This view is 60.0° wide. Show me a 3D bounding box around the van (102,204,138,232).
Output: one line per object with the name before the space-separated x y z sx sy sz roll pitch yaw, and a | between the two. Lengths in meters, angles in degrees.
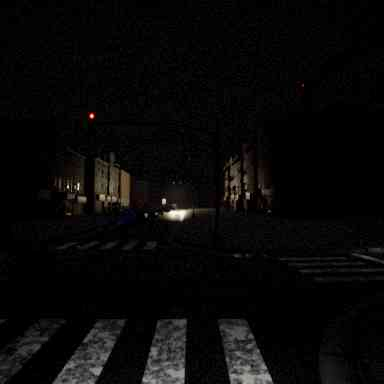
van | -5.396 1.902 24.447 1.690 1.788 3.998 2 -2 0

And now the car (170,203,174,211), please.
car | -5.522 3.409 69.760 1.967 1.590 4.097 1 -2 0

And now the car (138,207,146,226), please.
car | -5.411 2.207 27.760 2.008 1.369 4.403 2 -2 0

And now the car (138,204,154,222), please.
car | -5.417 2.116 32.749 2.192 1.841 5.009 2 -2 0

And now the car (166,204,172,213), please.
car | -5.510 3.335 64.470 1.887 1.381 4.507 1 -2 0

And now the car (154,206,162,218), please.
car | -5.452 2.660 43.318 1.887 1.381 4.507 2 -2 0

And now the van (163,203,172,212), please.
van | -5.535 3.491 75.051 1.690 1.788 3.998 1 -2 0

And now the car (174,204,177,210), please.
car | -5.568 4.074 85.618 2.008 1.369 4.403 1 -2 0

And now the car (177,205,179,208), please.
car | -5.577 4.029 90.912 2.192 1.841 5.009 1 -2 0

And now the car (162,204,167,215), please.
car | -5.482 3.028 53.893 1.802 1.307 4.206 2 -2 0
